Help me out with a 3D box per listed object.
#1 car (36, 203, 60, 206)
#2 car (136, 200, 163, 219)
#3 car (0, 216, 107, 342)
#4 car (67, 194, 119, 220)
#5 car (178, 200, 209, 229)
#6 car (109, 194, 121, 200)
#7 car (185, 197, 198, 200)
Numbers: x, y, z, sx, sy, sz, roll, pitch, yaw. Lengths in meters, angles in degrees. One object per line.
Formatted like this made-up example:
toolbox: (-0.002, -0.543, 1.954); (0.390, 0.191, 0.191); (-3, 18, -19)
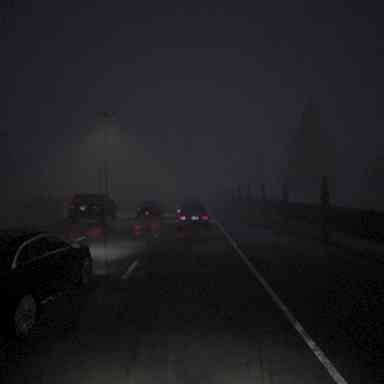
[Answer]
car: (-14.175, 1.398, 35.164); (2.033, 1.411, 5.357); (0, 0, -1)
car: (-3.408, 1.409, 27.389); (1.812, 1.442, 4.674); (0, 0, 0)
car: (-3.399, 1.464, 6.389); (2.128, 1.511, 4.902); (0, 0, 0)
car: (-6.898, 1.121, 23.675); (2.150, 2.045, 5.566); (0, 0, 0)
car: (0.101, 1.460, 20.600); (2.033, 1.411, 5.357); (0, 0, 0)
car: (-18.727, 1.195, 81.021); (1.994, 1.385, 4.181); (0, 0, -1)
car: (-0.095, 1.311, 39.353); (1.882, 1.535, 5.008); (0, 0, -1)
